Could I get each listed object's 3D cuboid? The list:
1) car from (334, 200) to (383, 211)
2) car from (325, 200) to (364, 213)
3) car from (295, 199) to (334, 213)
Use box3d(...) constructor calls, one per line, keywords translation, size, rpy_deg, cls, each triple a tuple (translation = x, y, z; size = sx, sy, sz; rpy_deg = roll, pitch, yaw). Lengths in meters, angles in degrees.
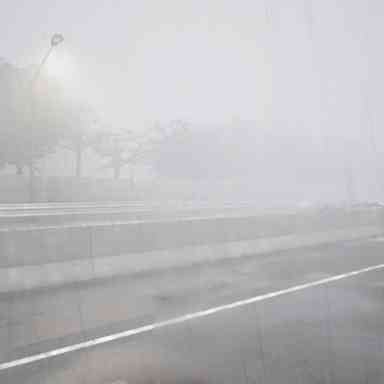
box3d(translation=(13.846, 1.489, 26.663), size=(4.892, 1.490, 1.837), rpy_deg=(0, 0, -35), cls="car")
box3d(translation=(17.339, 1.587, 37.660), size=(4.718, 1.301, 1.895), rpy_deg=(0, 0, -35), cls="car")
box3d(translation=(11.530, 1.510, 29.319), size=(4.674, 1.442, 1.812), rpy_deg=(0, 0, -35), cls="car")
